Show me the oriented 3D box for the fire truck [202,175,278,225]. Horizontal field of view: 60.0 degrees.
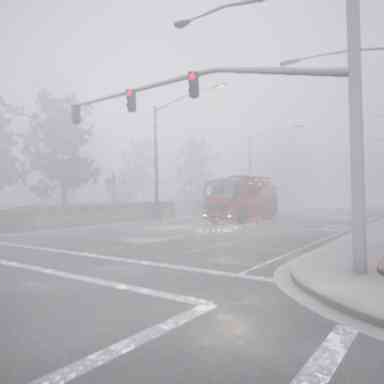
[{"bbox_3d":[4.321,0.596,28.054,2.891,3.827,8.468,-2,-1,37],"label":"fire truck"}]
